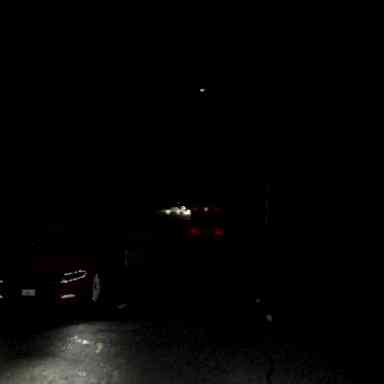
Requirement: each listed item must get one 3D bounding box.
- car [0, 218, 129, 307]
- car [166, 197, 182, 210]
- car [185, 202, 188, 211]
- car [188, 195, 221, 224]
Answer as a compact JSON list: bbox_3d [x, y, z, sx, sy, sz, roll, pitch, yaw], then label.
[{"bbox_3d":[-2.852,1.481,8.297,1.882,1.535,5.008,0,0,0],"label":"car"},{"bbox_3d":[-2.821,1.751,52.011,2.150,2.045,5.566,0,-2,0],"label":"car"},{"bbox_3d":[0.034,1.923,46.894,1.812,1.442,4.674,0,-1,1],"label":"car"},{"bbox_3d":[0.960,1.280,25.234,2.150,2.045,5.566,0,0,0],"label":"car"}]
